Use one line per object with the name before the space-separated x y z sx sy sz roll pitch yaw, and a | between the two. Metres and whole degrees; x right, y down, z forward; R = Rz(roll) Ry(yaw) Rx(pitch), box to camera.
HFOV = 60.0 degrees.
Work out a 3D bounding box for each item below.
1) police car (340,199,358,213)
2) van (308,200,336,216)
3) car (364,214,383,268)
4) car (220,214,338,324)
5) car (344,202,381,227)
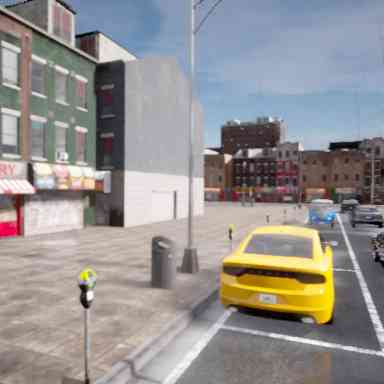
police car | 18.623 1.607 39.253 1.930 1.638 5.238 1 0 23
van | 8.928 1.422 22.817 1.690 1.788 3.998 0 0 23
car | 6.215 1.601 9.145 2.033 1.411 5.357 1 0 23
car | 2.120 1.492 7.401 1.882 1.535 5.008 1 0 23
car | 12.048 1.659 23.172 2.033 1.411 5.357 1 0 23
